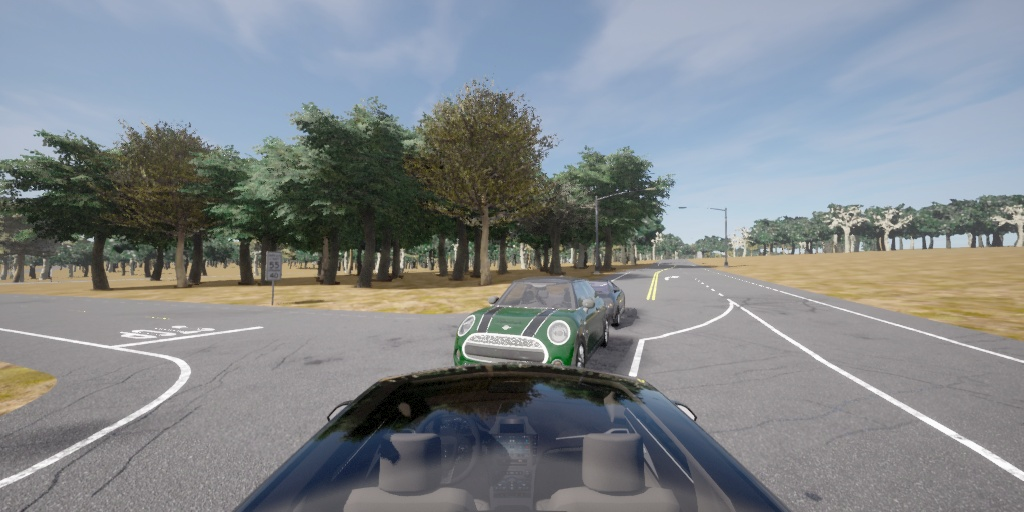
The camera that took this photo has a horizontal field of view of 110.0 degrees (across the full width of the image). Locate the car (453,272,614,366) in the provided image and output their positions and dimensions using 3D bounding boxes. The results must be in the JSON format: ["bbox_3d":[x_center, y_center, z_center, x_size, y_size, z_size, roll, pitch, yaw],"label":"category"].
[{"bbox_3d":[0.686,1.222,7.422,2.097,1.767,4.553,-1,-2,22],"label":"car"}]

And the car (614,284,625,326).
[{"bbox_3d":[2.913,1.554,12.854,1.994,1.385,4.181,-2,0,22],"label":"car"}]
